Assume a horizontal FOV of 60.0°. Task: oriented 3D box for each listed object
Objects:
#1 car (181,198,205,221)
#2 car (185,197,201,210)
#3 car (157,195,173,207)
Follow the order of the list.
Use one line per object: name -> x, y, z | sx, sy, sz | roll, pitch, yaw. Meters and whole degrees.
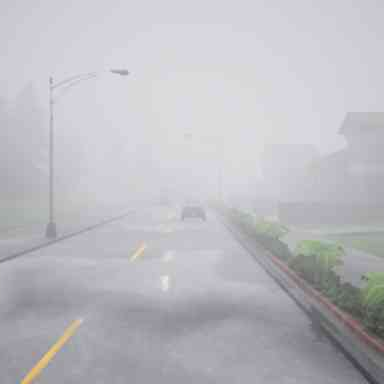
car -> 0.097, 1.466, 26.847 | 1.812, 1.442, 4.674 | 0, 0, 0
car -> 0.103, 1.451, 43.401 | 2.033, 1.411, 5.357 | 0, 0, 0
car -> -4.001, 1.242, 49.934 | 2.097, 1.767, 4.553 | 0, 0, 0
